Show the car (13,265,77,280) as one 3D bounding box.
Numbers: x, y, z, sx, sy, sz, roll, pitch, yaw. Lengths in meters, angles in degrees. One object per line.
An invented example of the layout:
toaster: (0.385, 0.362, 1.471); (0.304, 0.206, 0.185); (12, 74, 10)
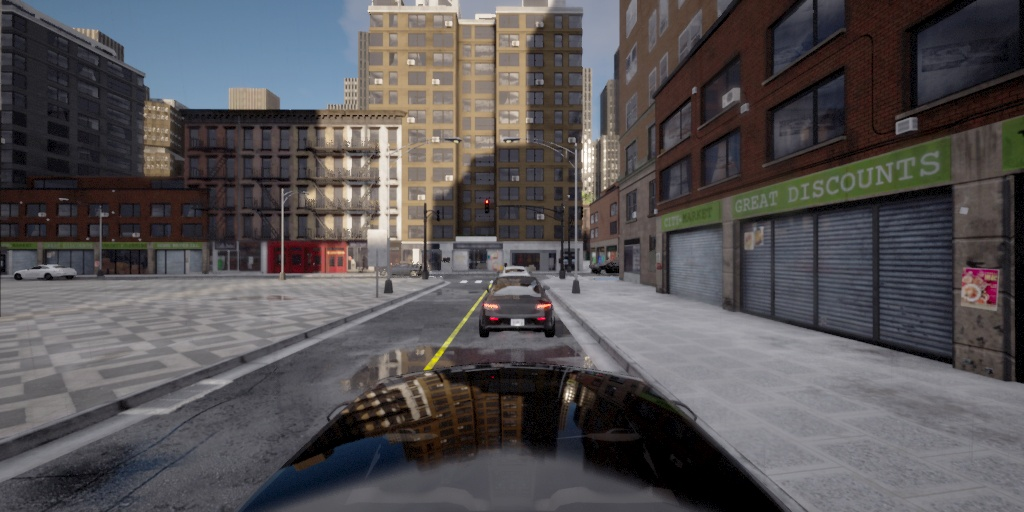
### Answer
car: (-45.310, 1.574, 34.868); (4.674, 1.442, 1.812); (0, 0, 0)

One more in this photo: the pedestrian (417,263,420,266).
pedestrian: (-10.050, 0.964, 38.287); (0.375, 1.860, 0.375); (0, 0, -1)

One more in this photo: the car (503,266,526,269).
car: (0.145, 1.267, 19.870); (1.812, 1.442, 4.674); (0, 0, -1)

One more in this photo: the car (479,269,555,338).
car: (0.119, 1.273, 10.089); (1.812, 1.442, 4.674); (0, 0, 0)

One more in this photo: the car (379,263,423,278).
car: (-10.820, 1.384, 35.243); (4.181, 1.385, 1.994); (0, 0, -1)

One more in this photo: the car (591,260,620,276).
car: (10.308, 1.112, 35.409); (5.008, 1.535, 1.882); (-1, 0, -1)
